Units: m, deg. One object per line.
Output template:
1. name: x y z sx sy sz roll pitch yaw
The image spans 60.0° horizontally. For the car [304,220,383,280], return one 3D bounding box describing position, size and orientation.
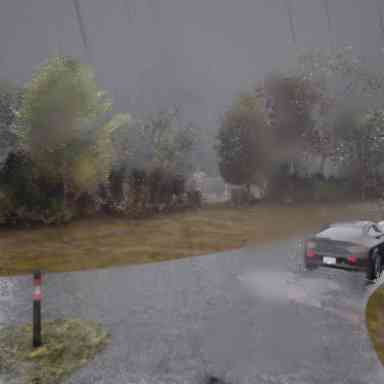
1. car: 4.960 1.574 10.218 1.812 1.442 4.674 0 0 40
